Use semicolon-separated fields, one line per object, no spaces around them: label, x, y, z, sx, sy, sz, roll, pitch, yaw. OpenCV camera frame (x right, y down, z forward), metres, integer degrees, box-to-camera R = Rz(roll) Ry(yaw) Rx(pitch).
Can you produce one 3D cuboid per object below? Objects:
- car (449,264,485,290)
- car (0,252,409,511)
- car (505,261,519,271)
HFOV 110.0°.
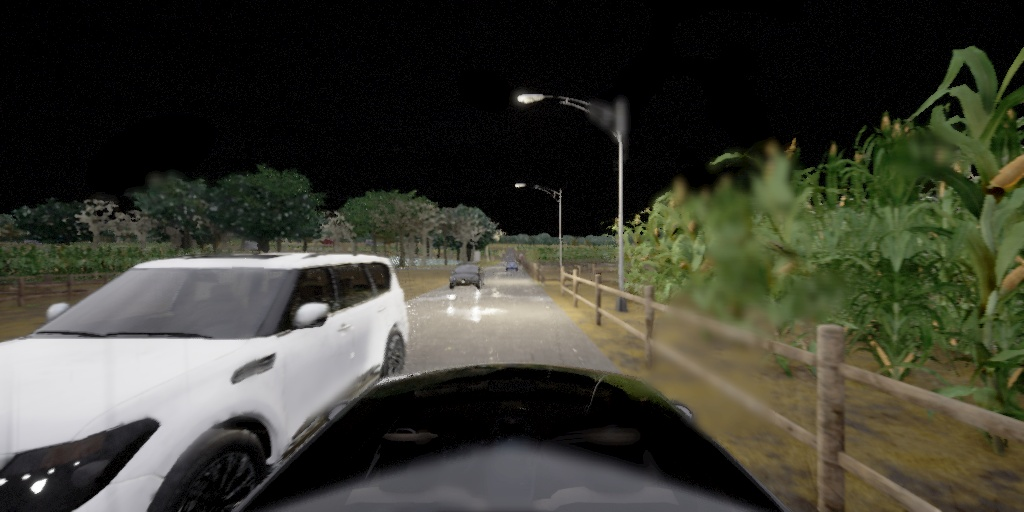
car;-2.789;1.270;22.995;1.837;1.490;4.892;0;-1;1
car;-2.827;0.970;3.933;2.150;2.045;5.566;0;0;0
car;-0.017;1.461;53.113;2.033;1.411;5.357;0;0;0
